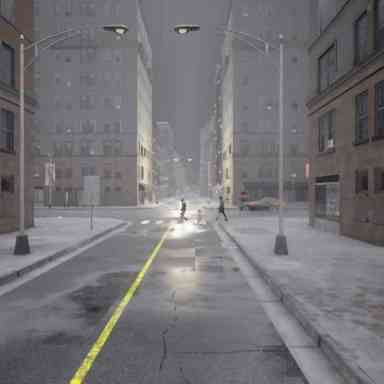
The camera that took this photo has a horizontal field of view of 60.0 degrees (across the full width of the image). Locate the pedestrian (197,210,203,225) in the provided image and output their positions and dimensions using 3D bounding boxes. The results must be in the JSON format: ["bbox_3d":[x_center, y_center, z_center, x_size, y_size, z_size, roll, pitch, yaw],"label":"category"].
[{"bbox_3d":[0.550,1.673,22.544,0.500,1.100,0.500,0,0,0],"label":"pedestrian"}]

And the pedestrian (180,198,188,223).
[{"bbox_3d":[-0.578,1.293,23.746,0.375,1.860,0.375,0,0,0],"label":"pedestrian"}]

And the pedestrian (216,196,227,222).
[{"bbox_3d":[2.062,1.141,23.142,0.375,1.860,0.375,0,0,0],"label":"pedestrian"}]

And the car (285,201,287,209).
[{"bbox_3d":[8.751,1.459,39.779,5.008,1.535,1.882,0,0,0],"label":"car"}]

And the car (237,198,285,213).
[{"bbox_3d":[7.299,1.587,36.530,4.718,1.301,1.895,0,0,0],"label":"car"}]
